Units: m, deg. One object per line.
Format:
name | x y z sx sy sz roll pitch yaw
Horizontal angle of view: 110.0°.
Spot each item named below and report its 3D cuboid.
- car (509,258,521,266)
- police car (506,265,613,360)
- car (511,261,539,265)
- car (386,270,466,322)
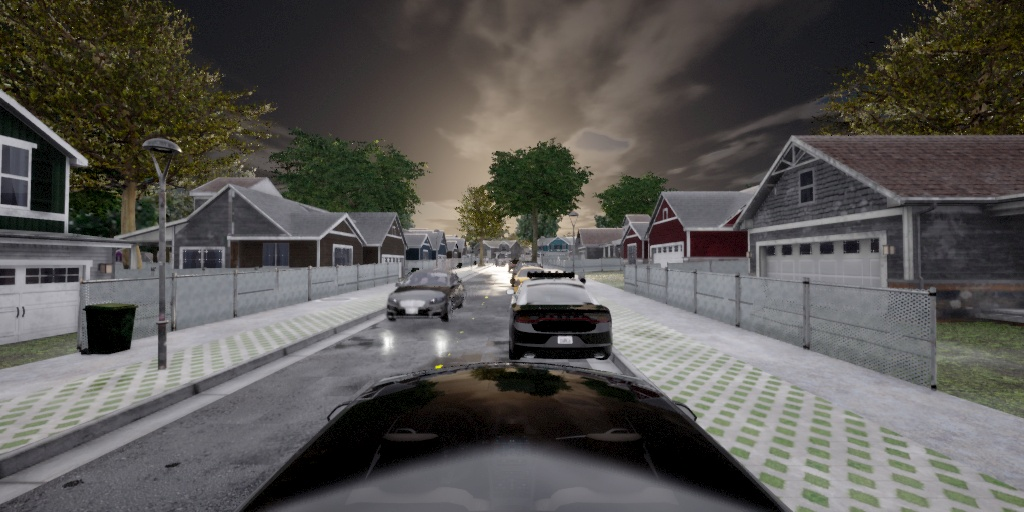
car | 1.038 1.097 24.339 2.097 1.767 4.553 0 0 1
police car | 0.896 1.176 8.477 1.930 1.638 5.238 0 0 1
car | 0.987 1.204 18.559 1.801 1.575 5.366 0 0 1
car | -2.745 1.242 12.333 2.128 1.511 4.902 0 0 0
